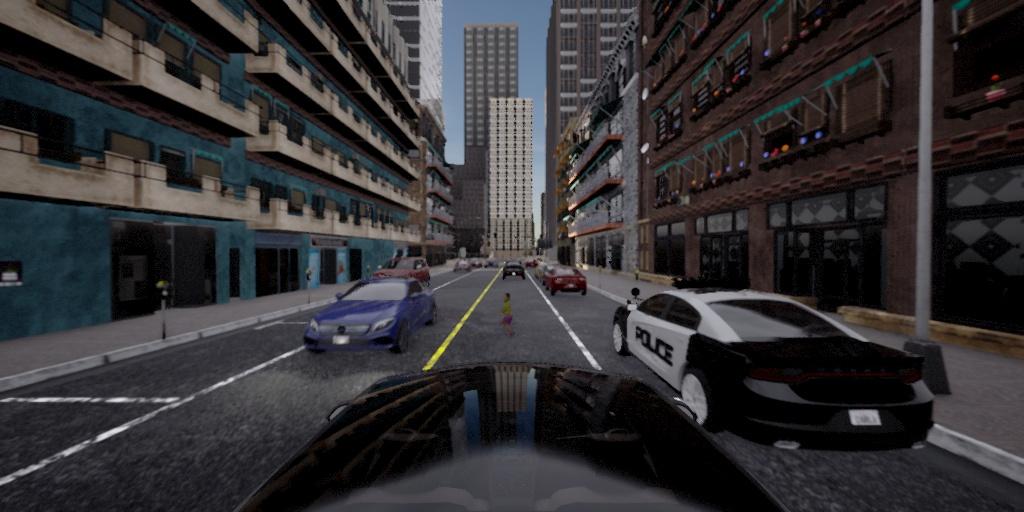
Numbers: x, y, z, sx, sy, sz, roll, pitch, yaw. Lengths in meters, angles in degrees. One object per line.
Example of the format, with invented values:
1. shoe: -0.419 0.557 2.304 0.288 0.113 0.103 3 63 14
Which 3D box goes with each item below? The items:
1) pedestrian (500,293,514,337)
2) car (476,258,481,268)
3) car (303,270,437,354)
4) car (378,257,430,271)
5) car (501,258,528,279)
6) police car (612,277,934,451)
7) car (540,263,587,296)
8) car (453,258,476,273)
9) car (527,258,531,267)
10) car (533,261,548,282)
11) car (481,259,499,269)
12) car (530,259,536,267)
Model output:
1. pedestrian: -0.054 1.393 8.650 0.500 1.100 0.500 -1 1 0
2. car: -5.553 0.975 51.951 1.967 1.591 4.097 0 0 0
3. car: -3.083 1.244 8.805 1.812 1.442 4.674 0 0 0
4. car: -5.647 0.989 18.810 2.192 1.841 5.009 0 0 0
5. car: 0.160 1.130 30.764 1.837 1.490 4.892 0 1 0
6. police car: 3.009 1.159 5.636 1.930 1.638 5.238 0 0 0
7. car: 2.735 1.221 18.773 1.888 1.381 4.507 0 0 0
8. car: -5.584 1.163 40.904 1.802 1.307 4.207 0 0 0
9. car: 2.828 1.082 51.913 1.888 1.381 4.507 0 0 0
10. car: 2.750 1.203 24.296 2.007 1.370 4.403 0 0 0
11. car: -2.939 1.102 51.654 1.994 1.385 4.181 0 0 0
12. car: 2.766 1.154 29.990 1.751 1.417 4.829 0 0 0
